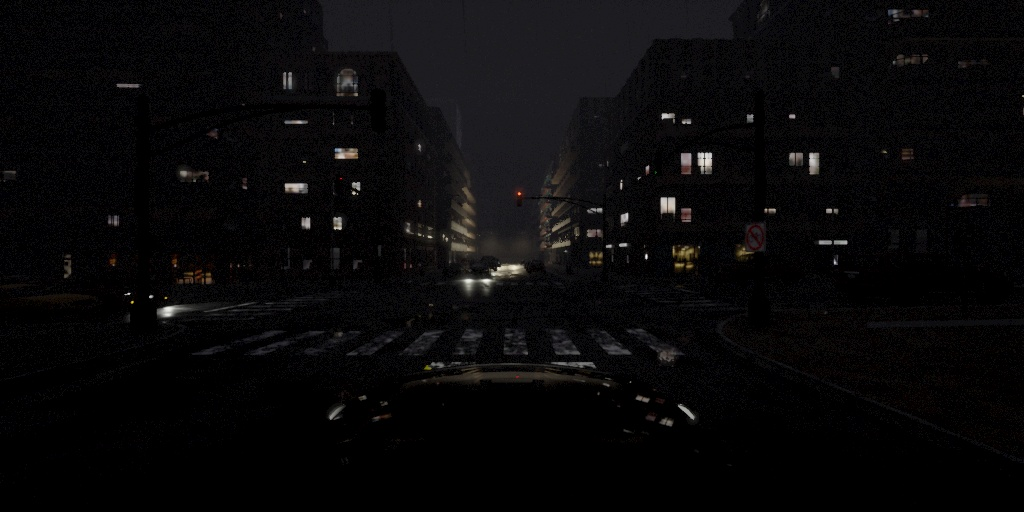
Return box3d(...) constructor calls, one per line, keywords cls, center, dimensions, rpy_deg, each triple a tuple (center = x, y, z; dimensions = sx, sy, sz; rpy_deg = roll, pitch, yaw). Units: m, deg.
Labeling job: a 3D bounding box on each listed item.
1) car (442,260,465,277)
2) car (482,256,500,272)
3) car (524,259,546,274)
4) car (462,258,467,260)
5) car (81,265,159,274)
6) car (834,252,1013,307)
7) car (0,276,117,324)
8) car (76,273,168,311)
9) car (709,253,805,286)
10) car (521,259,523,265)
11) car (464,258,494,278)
box3d(cls="car", center=(-5.631, 1.322, 35.134), dimensions=(1.948, 1.339, 4.313), rpy_deg=(0, 0, 0))
box3d(cls="car", center=(-3.023, 0.981, 46.318), dimensions=(2.150, 2.045, 5.566), rpy_deg=(0, 0, 0))
box3d(cls="car", center=(2.759, 1.198, 40.803), dimensions=(1.967, 1.591, 4.097), rpy_deg=(0, 0, 0))
box3d(cls="car", center=(-5.621, 1.283, 40.646), dimensions=(1.751, 1.417, 4.829), rpy_deg=(0, 0, 0))
box3d(cls="car", center=(-23.565, 1.462, 21.136), dimensions=(5.009, 1.841, 2.192), rpy_deg=(0, 0, 0))
box3d(cls="car", center=(14.730, 0.775, 13.054), dimensions=(5.009, 1.841, 2.192), rpy_deg=(0, 0, 0))
box3d(cls="car", center=(-17.611, 1.585, 12.829), dimensions=(4.829, 1.417, 1.751), rpy_deg=(0, 0, 0))
box3d(cls="car", center=(-17.560, 1.614, 15.424), dimensions=(4.181, 1.385, 1.994), rpy_deg=(-1, 0, 0))
box3d(cls="car", center=(14.610, 0.759, 21.433), dimensions=(5.009, 1.841, 2.192), rpy_deg=(0, 0, 0))
box3d(cls="car", center=(2.790, 1.348, 57.851), dimensions=(1.802, 1.307, 4.207), rpy_deg=(0, 0, 0))
box3d(cls="car", center=(-3.044, 1.233, 34.119), dimensions=(1.882, 1.535, 5.008), rpy_deg=(0, 0, 0))
